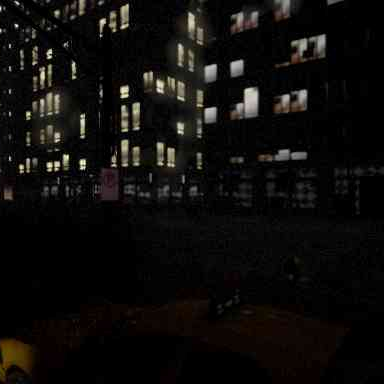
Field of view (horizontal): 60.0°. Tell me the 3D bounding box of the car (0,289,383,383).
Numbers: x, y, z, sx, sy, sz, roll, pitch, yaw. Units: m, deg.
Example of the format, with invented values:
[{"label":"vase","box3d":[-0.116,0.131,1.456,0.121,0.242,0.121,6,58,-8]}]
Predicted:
[{"label":"car","box3d":[0.050,1.526,2.835,4.829,1.417,1.752,0,0,36]}]
